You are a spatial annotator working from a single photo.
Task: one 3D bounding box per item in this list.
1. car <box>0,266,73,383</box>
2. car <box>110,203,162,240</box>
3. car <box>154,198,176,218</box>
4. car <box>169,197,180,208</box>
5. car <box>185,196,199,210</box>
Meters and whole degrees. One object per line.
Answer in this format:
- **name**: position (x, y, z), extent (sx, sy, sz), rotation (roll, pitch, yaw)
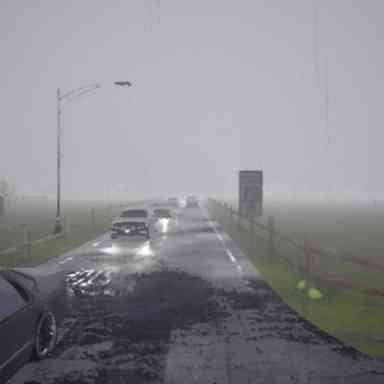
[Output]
- **car**: position (-2.851, 1.547, 3.149), extent (2.033, 1.411, 5.357), rotation (0, 0, 0)
- **car**: position (-2.843, 1.503, 17.068), extent (1.837, 1.490, 4.892), rotation (0, 0, 0)
- **car**: position (-2.827, 1.557, 29.853), extent (1.994, 1.385, 4.181), rotation (0, 0, 2)
- **car**: position (-2.739, 1.503, 47.330), extent (1.837, 1.490, 4.892), rotation (0, 0, 0)
- **car**: position (0.014, 1.538, 43.081), extent (2.033, 1.411, 5.357), rotation (0, 0, 0)
